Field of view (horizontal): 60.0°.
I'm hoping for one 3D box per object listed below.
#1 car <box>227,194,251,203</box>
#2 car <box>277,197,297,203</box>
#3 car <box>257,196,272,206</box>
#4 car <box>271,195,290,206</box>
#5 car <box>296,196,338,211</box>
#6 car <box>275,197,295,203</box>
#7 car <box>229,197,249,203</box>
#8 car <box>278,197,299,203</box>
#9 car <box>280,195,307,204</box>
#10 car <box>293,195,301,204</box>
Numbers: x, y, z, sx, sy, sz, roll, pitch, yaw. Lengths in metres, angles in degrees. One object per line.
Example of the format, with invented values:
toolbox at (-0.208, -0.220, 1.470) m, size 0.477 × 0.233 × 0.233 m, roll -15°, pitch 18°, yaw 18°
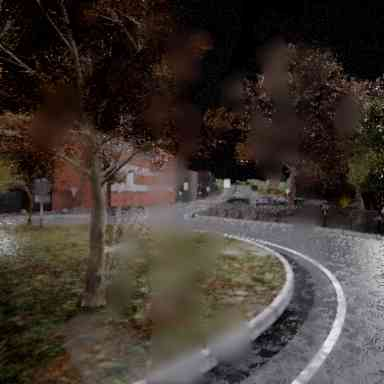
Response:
car at (10.892, 1.652, 76.880) m, size 5.566 × 2.045 × 2.435 m, roll 1°, pitch 0°, yaw 8°
car at (25.359, 2.111, 89.167) m, size 5.008 × 1.535 × 2.097 m, roll 0°, pitch 0°, yaw 8°
car at (13.249, 1.916, 61.949) m, size 1.994 × 1.385 × 4.181 m, roll 1°, pitch -1°, yaw 8°
car at (16.566, 1.722, 61.962) m, size 2.097 × 1.767 × 4.553 m, roll 1°, pitch 0°, yaw 8°
car at (16.162, 1.667, 42.418) m, size 2.128 × 1.511 × 4.902 m, roll 0°, pitch -1°, yaw -28°
car at (25.757, 2.128, 91.962) m, size 5.008 × 1.535 × 2.097 m, roll 1°, pitch 0°, yaw 8°
car at (11.313, 1.964, 79.671) m, size 4.674 × 1.452 × 2.002 m, roll 1°, pitch 0°, yaw 8°
car at (24.962, 2.095, 86.371) m, size 4.892 × 1.521 × 2.231 m, roll 1°, pitch 0°, yaw 8°
car at (23.767, 1.787, 78.112) m, size 5.566 × 2.045 × 2.435 m, roll 0°, pitch 0°, yaw 8°
car at (22.916, 1.861, 72.394) m, size 4.553 × 1.767 × 2.185 m, roll 1°, pitch 0°, yaw 8°
